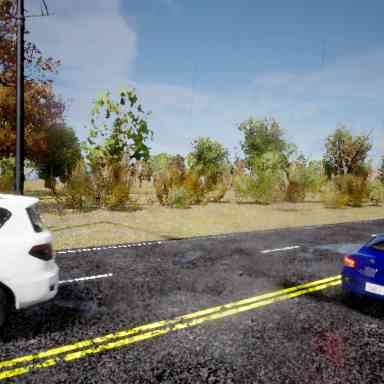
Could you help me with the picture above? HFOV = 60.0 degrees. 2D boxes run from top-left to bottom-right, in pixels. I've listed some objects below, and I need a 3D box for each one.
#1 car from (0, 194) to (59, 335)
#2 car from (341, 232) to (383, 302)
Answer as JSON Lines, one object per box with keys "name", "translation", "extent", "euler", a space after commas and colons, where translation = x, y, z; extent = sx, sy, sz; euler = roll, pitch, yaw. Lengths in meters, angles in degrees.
{"name": "car", "translation": [-4.705, 1.043, 4.293], "extent": [5.566, 2.045, 2.150], "euler": [0, 2, -35]}
{"name": "car", "translation": [4.943, 1.453, 6.894], "extent": [4.674, 1.442, 1.812], "euler": [0, 2, -35]}
